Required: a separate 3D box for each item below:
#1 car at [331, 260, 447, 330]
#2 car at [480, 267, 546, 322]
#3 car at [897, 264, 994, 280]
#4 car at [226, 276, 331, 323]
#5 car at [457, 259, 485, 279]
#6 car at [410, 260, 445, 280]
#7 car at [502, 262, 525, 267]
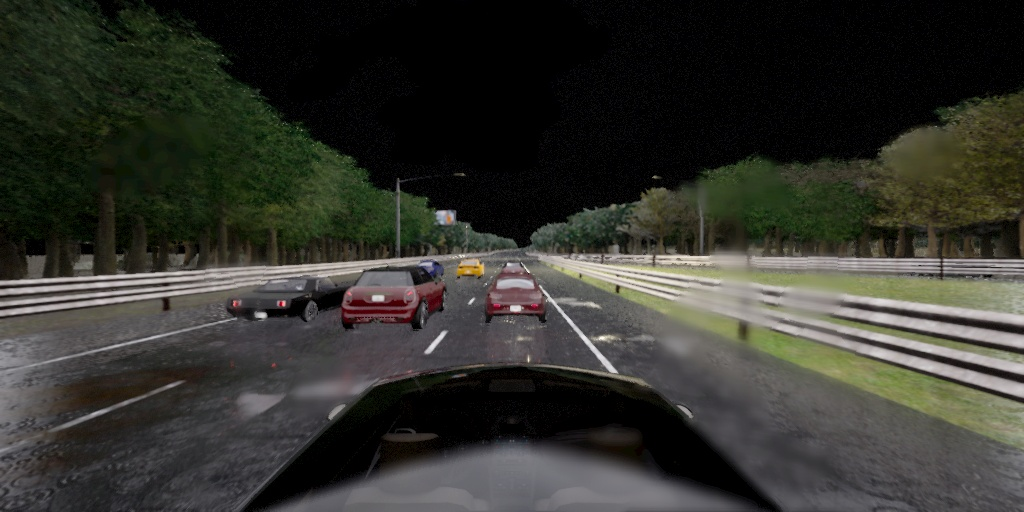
[{"bbox_3d":[-3.399,1.087,11.234,2.097,1.767,4.553,0,0,0],"label":"car"},{"bbox_3d":[0.101,1.256,12.089,1.812,1.442,4.674,0,0,0],"label":"car"},{"bbox_3d":[28.994,0.831,24.137,1.994,1.385,4.181,0,0,-36],"label":"car"},{"bbox_3d":[-6.905,1.332,12.093,1.895,1.301,4.718,0,0,0],"label":"car"},{"bbox_3d":[-3.396,1.032,30.223,1.882,1.535,5.008,0,1,0],"label":"car"},{"bbox_3d":[-6.882,1.086,29.833,1.812,1.442,4.674,0,1,0],"label":"car"},{"bbox_3d":[0.104,1.134,29.154,1.994,1.385,4.181,0,1,0],"label":"car"}]
